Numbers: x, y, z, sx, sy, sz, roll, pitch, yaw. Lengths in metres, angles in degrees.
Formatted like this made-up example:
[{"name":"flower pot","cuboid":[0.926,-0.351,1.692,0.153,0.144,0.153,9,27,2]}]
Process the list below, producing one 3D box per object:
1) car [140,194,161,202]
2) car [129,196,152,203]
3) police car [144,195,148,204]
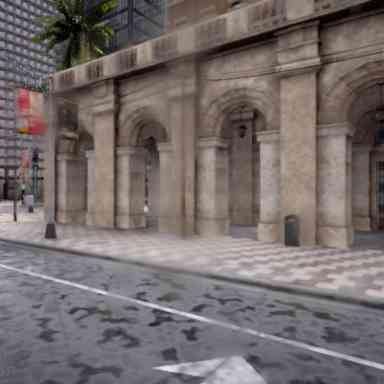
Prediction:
[{"name":"car","cuboid":[-9.264,1.366,74.837,2.185,1.767,4.553,0,0,35]},{"name":"car","cuboid":[-10.506,1.534,67.729,1.812,1.442,4.674,0,0,36]},{"name":"police car","cuboid":[-8.778,1.514,64.121,2.038,1.542,4.974,0,0,36]}]
